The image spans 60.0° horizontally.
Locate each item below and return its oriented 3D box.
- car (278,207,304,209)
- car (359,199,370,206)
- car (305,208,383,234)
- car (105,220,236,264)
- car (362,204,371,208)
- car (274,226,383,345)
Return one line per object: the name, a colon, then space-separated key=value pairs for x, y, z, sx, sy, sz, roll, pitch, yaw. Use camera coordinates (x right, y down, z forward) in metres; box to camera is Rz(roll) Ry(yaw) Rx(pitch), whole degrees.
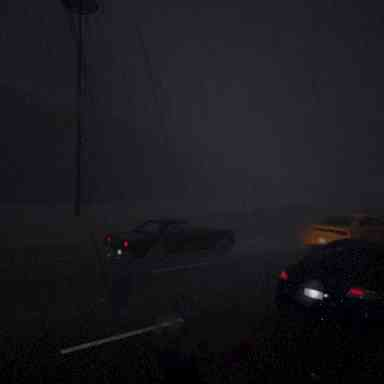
car: x=11.370 y=1.882 z=37.293 sx=1.994 sy=1.385 sz=4.181 roll=0 pitch=-1 yaw=44
car: x=35.991 y=2.207 z=69.294 sx=1.812 sy=1.442 sz=4.674 roll=0 pitch=0 yaw=31
car: x=6.574 y=1.608 z=13.485 sx=5.008 sy=1.535 sz=1.882 roll=1 pitch=0 yaw=-39
car: x=-0.611 y=1.678 z=12.172 sx=4.718 sy=1.301 sz=1.895 roll=1 pitch=0 yaw=-38
car: x=13.167 y=1.805 z=24.033 sx=4.181 sy=1.385 sz=1.994 roll=1 pitch=-1 yaw=-43
car: x=3.551 y=1.629 z=6.584 sx=4.181 sy=1.385 sz=1.994 roll=1 pitch=0 yaw=-38
